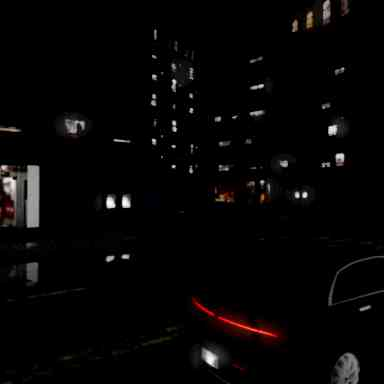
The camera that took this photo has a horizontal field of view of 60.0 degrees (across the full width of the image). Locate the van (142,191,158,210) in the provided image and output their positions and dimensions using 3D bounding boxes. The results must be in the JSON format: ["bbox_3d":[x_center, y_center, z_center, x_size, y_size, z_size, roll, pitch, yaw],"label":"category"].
[{"bbox_3d":[-4.914,0.822,32.622,3.998,1.788,1.690,1,0,37],"label":"van"}]

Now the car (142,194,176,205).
[{"bbox_3d":[-4.266,0.969,42.618,4.206,1.307,1.802,1,0,37],"label":"car"}]

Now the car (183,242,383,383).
[{"bbox_3d":[2.179,1.507,4.896,4.892,1.490,1.837,0,0,-35],"label":"car"}]

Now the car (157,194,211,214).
[{"bbox_3d":[-0.507,1.144,29.297,4.403,1.369,2.008,1,0,37],"label":"car"}]

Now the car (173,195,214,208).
[{"bbox_3d":[0.148,1.050,39.294,4.403,1.369,2.008,1,0,37],"label":"car"}]

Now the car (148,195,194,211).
[{"bbox_3d":[-2.178,1.042,33.781,4.674,1.442,1.812,1,1,37],"label":"car"}]
